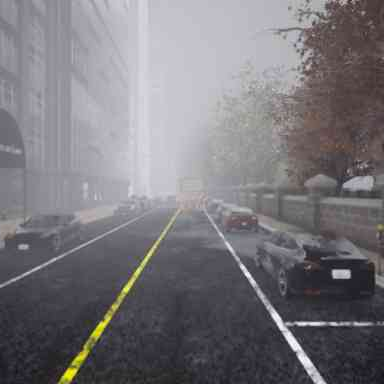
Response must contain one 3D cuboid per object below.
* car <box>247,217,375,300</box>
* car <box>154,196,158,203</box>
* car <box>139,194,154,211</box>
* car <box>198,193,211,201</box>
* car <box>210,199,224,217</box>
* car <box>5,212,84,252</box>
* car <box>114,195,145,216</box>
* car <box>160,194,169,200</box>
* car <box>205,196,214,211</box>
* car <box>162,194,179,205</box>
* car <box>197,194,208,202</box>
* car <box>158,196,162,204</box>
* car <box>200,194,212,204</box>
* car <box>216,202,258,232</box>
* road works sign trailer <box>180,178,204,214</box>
[{"bbox_3d":[2.753,1.545,8.206,1.947,1.339,4.313,0,0,0],"label":"car"},{"bbox_3d":[-5.834,1.424,41.508,1.947,1.339,4.313,0,0,0],"label":"car"},{"bbox_3d":[-5.833,1.200,35.946,2.192,1.841,5.009,0,0,0],"label":"car"},{"bbox_3d":[2.500,1.078,58.224,2.192,1.841,5.009,0,0,-2],"label":"car"},{"bbox_3d":[2.692,1.481,24.881,2.008,1.369,4.403,0,0,0],"label":"car"},{"bbox_3d":[-5.834,1.530,13.704,1.947,1.339,4.313,0,0,0],"label":"car"},{"bbox_3d":[-5.834,1.349,30.388,1.967,1.590,4.097,0,0,0],"label":"car"},{"bbox_3d":[-6.618,1.189,80.494,1.802,1.307,4.206,0,0,-2],"label":"car"},{"bbox_3d":[2.692,1.430,36.002,1.887,1.381,4.507,0,0,0],"label":"car"},{"bbox_3d":[-3.163,1.151,52.196,2.097,1.767,4.553,0,0,-1],"label":"car"},{"bbox_3d":[2.205,1.237,69.341,2.008,1.369,4.403,0,0,-2],"label":"car"},{"bbox_3d":[-6.031,1.327,58.254,1.947,1.339,4.313,0,0,-1],"label":"car"},{"bbox_3d":[2.619,1.379,52.660,1.802,1.307,4.206,0,0,-1],"label":"car"},{"bbox_3d":[2.692,1.493,19.320,1.887,1.381,4.507,0,0,0],"label":"car"},{"bbox_3d":[-0.001,0.361,33.279,2.380,3.560,2.880,0,0,0],"label":"road works sign trailer"}]
